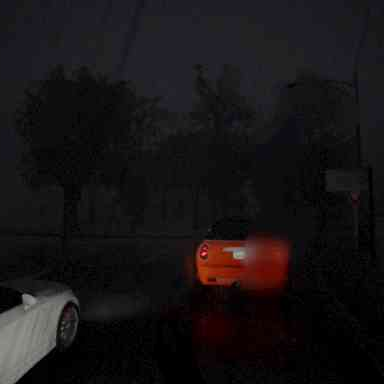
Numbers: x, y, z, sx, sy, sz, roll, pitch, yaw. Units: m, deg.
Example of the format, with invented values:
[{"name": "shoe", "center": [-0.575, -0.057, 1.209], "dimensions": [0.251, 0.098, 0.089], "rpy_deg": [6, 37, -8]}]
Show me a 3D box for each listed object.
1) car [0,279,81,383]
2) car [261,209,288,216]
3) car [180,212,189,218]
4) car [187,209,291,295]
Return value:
[{"name": "car", "center": [-2.770, 1.544, 3.308], "dimensions": [1.812, 1.442, 4.674], "rpy_deg": [0, 0, 4]}, {"name": "car", "center": [16.773, 4.212, 67.741], "dimensions": [4.902, 1.511, 2.128], "rpy_deg": [-3, -6, 39]}, {"name": "car", "center": [-1.438, 6.895, 95.060], "dimensions": [4.892, 1.521, 2.231], "rpy_deg": [0, -5, -9]}, {"name": "car", "center": [1.476, 1.405, 9.096], "dimensions": [2.097, 1.767, 4.553], "rpy_deg": [-1, -2, 12]}]
